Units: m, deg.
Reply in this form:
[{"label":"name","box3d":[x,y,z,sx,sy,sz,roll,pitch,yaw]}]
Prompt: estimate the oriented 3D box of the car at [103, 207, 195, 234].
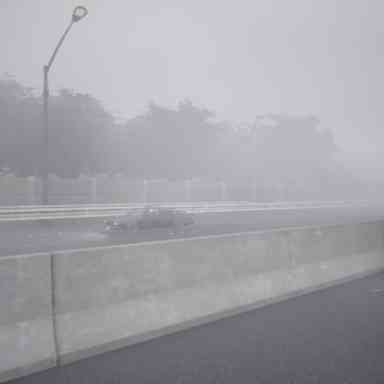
[{"label":"car","box3d":[-2.364,1.564,19.434,5.357,1.411,2.033,0,0,-36]}]
